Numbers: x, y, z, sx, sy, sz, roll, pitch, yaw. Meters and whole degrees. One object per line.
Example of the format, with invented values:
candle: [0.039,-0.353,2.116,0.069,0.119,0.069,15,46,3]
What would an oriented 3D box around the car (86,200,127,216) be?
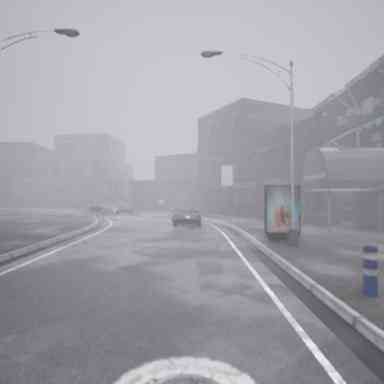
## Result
car: [-9.198,1.632,34.488,2.128,1.511,4.902,2,-1,-43]

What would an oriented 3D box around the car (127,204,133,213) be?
car: [-8.866,1.795,39.268,4.181,1.385,1.994,0,-2,43]

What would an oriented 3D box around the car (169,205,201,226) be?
car: [-0.546,1.657,24.104,1.994,1.385,4.181,0,-1,-7]
